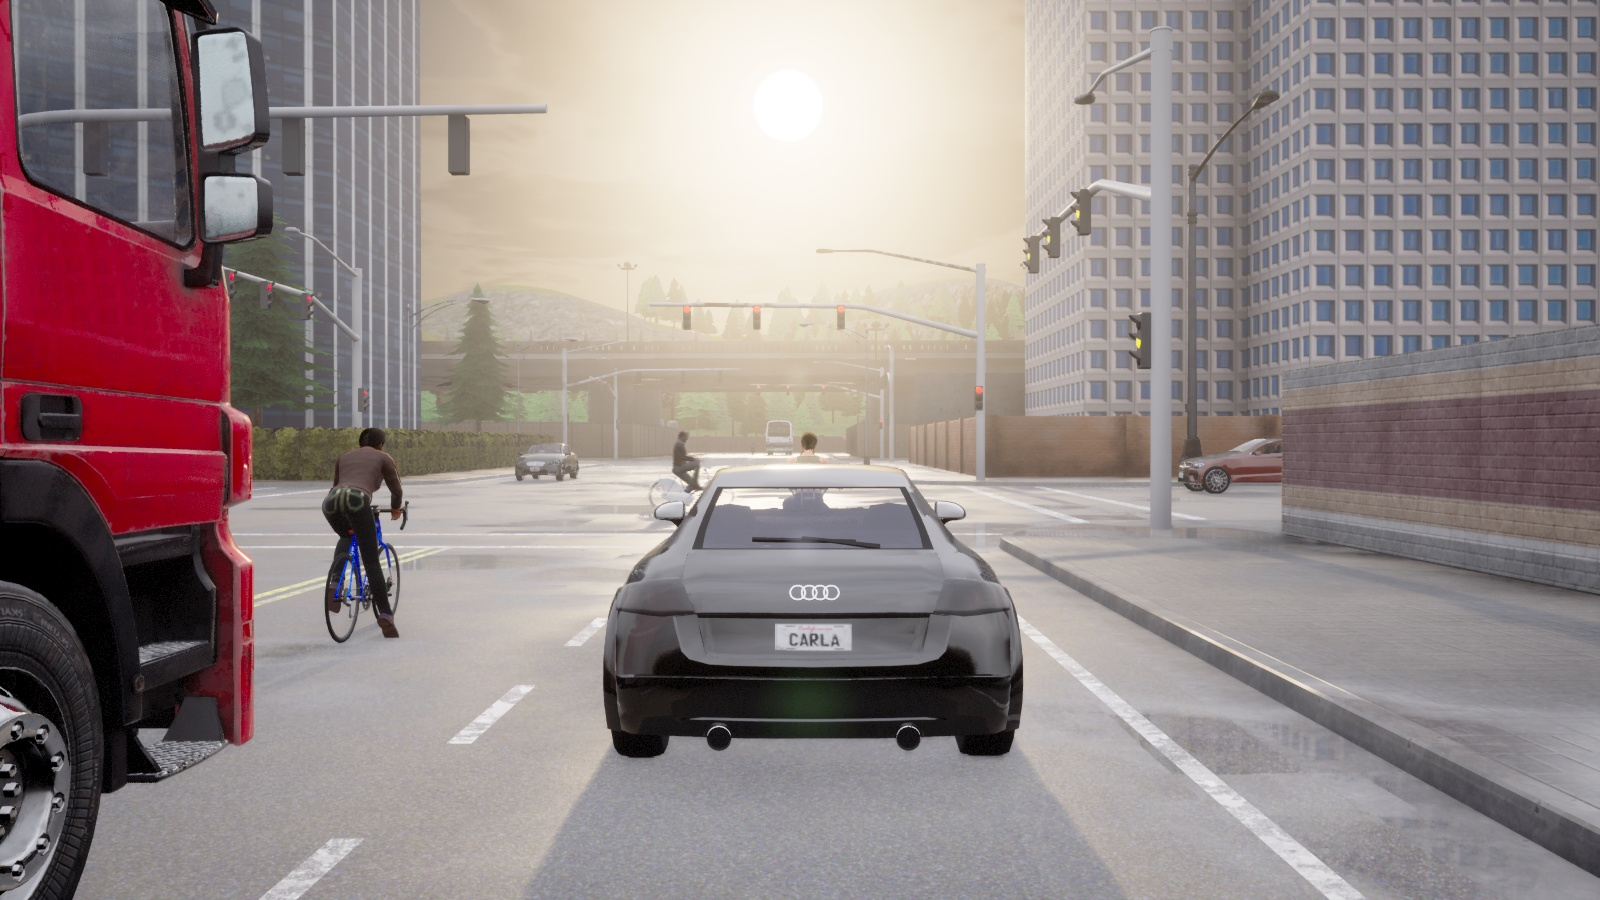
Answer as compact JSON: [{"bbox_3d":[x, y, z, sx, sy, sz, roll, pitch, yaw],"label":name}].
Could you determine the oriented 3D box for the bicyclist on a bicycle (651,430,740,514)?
[{"bbox_3d":[-2.242,0.462,27.074,1.843,1.776,0.659,0,0,-1],"label":"bicyclist on a bicycle"}]

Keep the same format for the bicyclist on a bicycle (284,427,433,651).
[{"bbox_3d":[-3.426,0.641,9.893,0.582,1.620,1.656,0,0,0],"label":"bicyclist on a bicycle"}]

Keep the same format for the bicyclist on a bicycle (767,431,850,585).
[{"bbox_3d":[0.093,0.604,13.963,0.866,1.612,1.509,0,0,0],"label":"bicyclist on a bicycle"}]

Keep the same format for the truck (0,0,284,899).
[{"bbox_3d":[-3.478,-0.243,0.926,2.891,3.462,7.936,0,0,0],"label":"truck"}]

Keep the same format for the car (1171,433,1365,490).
[{"bbox_3d":[13.928,0.324,37.603,5.027,1.651,2.152,0,0,1],"label":"car"}]

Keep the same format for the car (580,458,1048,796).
[{"bbox_3d":[0.060,0.768,7.443,1.994,1.385,4.181,0,0,0],"label":"car"}]

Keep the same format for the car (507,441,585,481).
[{"bbox_3d":[-10.185,0.408,50.752,2.128,1.511,4.902,0,0,0],"label":"car"}]
